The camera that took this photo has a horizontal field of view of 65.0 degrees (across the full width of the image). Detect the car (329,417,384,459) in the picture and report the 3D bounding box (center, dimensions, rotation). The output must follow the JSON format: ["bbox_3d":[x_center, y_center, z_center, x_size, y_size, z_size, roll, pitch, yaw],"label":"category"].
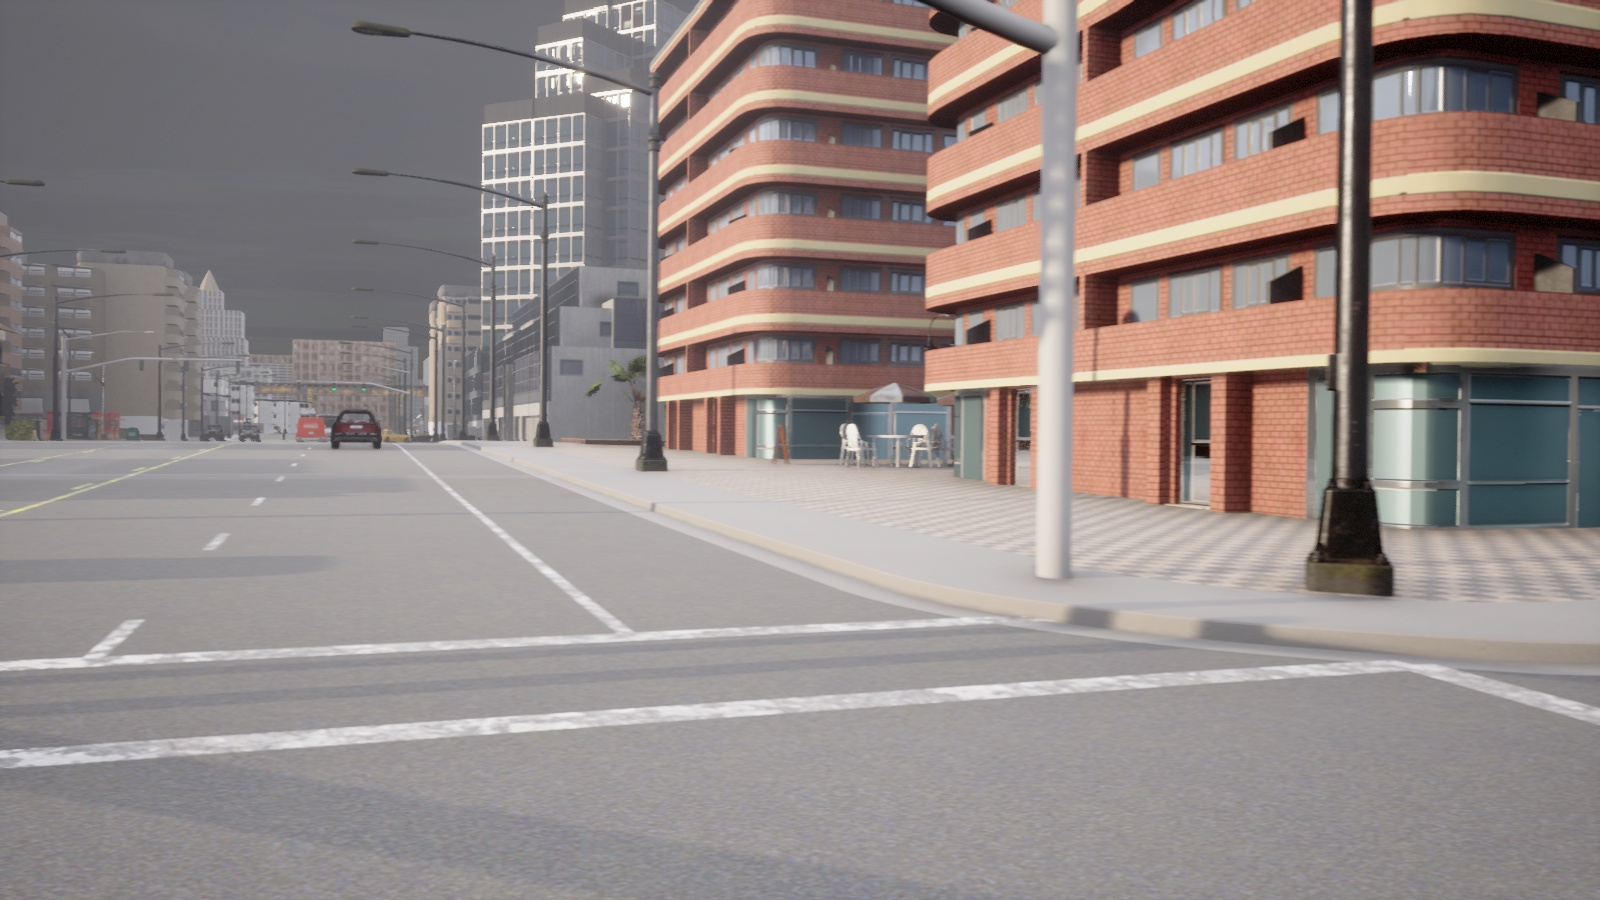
[{"bbox_3d":[-18.467,-0.526,52.325,2.033,1.649,4.856,-1,2,-20],"label":"car"}]
